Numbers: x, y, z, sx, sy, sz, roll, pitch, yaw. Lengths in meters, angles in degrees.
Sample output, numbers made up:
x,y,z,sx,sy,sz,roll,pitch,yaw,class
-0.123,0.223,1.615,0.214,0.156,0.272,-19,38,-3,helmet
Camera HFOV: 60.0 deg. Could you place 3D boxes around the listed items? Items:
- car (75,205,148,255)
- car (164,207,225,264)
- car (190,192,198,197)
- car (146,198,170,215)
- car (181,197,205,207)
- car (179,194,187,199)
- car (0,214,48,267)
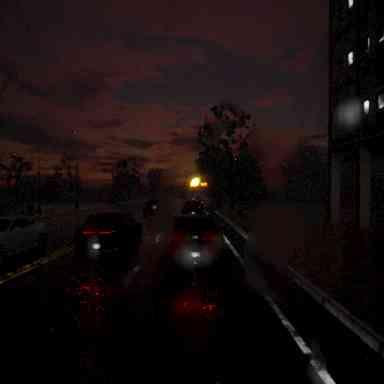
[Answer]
x,y,z,sx,sy,sz,roll,pitch,yaw,class
-3.158,1.514,13.390,1.837,1.490,4.892,0,1,0,car
0.091,1.513,11.775,1.837,1.490,4.892,0,0,0,car
0.481,1.089,94.190,2.150,2.045,5.566,0,0,1,car
-3.160,1.360,30.389,2.097,1.767,4.553,0,0,0,car
0.091,1.512,30.507,1.837,1.490,4.892,0,0,0,car
-2.762,1.425,94.598,1.994,1.385,4.181,0,0,1,car
-6.601,1.532,11.426,1.812,1.442,4.674,0,0,0,car
